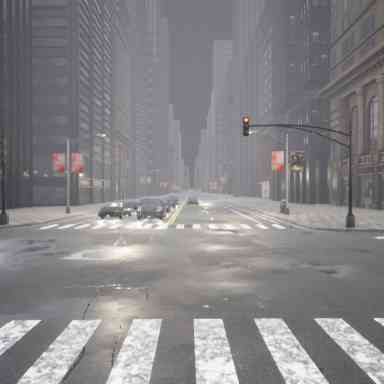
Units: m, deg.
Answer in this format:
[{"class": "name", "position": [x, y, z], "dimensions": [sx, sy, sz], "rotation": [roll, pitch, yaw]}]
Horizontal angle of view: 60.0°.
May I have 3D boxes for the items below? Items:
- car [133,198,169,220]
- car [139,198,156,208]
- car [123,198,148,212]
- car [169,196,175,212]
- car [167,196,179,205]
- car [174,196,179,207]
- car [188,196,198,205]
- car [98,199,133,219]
[{"class": "car", "position": [-3.333, 1.337, 28.040], "dimensions": [2.097, 1.767, 4.553], "rotation": [0, 0, 0]}, {"class": "car", "position": [-6.575, 1.564, 49.483], "dimensions": [1.895, 1.301, 4.718], "rotation": [0, 0, 0]}, {"class": "car", "position": [-6.576, 1.522, 39.397], "dimensions": [2.033, 1.411, 5.357], "rotation": [0, 0, 0]}, {"class": "car", "position": [-3.328, 1.523, 37.515], "dimensions": [2.033, 1.411, 5.357], "rotation": [0, 0, 0]}, {"class": "car", "position": [-3.286, 1.454, 57.788], "dimensions": [1.837, 1.490, 4.892], "rotation": [0, 0, 0]}, {"class": "car", "position": [-3.329, 1.529, 47.414], "dimensions": [1.994, 1.385, 4.181], "rotation": [0, 0, 0]}, {"class": "car", "position": [0.119, 1.494, 58.914], "dimensions": [2.033, 1.411, 5.357], "rotation": [0, 0, 0]}, {"class": "car", "position": [-6.557, 1.531, 29.298], "dimensions": [2.033, 1.411, 5.357], "rotation": [0, 0, 4]}]
